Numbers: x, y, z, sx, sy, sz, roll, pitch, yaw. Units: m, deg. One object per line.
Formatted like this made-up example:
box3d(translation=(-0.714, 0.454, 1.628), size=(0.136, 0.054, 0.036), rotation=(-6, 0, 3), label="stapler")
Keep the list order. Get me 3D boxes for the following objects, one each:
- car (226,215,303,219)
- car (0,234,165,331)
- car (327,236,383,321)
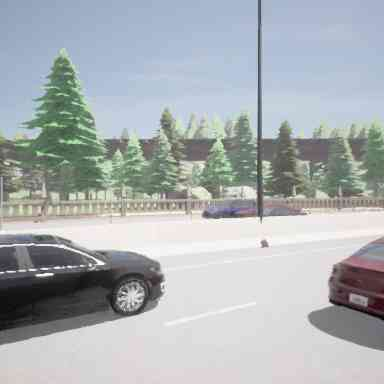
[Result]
box3d(translation=(4.382, 1.526, 18.407), size=(4.674, 1.442, 1.812), rotation=(0, 0, -26), label="car")
box3d(translation=(-2.815, 1.505, 5.862), size=(4.892, 1.490, 1.837), rotation=(0, 0, -34), label="car")
box3d(translation=(4.584, 1.526, 6.393), size=(4.674, 1.442, 1.812), rotation=(0, 0, -31), label="car")
